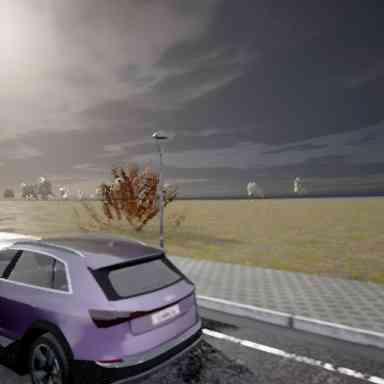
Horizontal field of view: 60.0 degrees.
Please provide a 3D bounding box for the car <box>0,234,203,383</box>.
[{"bbox_3d":[-2.121,1.471,5.091,4.856,1.649,2.033,-1,0,36],"label":"car"}]
